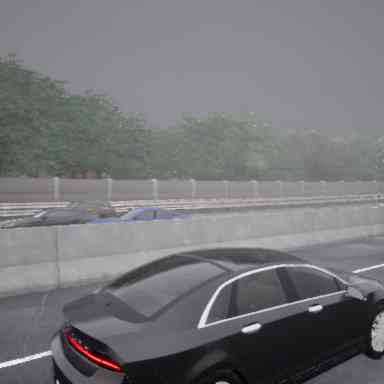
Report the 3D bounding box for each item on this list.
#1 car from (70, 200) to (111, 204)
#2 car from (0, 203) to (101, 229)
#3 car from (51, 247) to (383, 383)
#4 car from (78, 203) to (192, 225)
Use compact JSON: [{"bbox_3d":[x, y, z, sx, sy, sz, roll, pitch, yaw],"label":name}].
[{"bbox_3d":[-6.868,1.298,20.482,4.553,1.767,2.097,0,0,-35],"label":"car"},{"bbox_3d":[-6.767,1.485,16.290,4.674,1.442,1.812,0,0,-35],"label":"car"},{"bbox_3d":[0.816,1.499,4.347,4.892,1.490,1.837,0,0,-35],"label":"car"},{"bbox_3d":[-2.274,1.439,15.150,5.008,1.535,1.882,0,0,-35],"label":"car"}]
